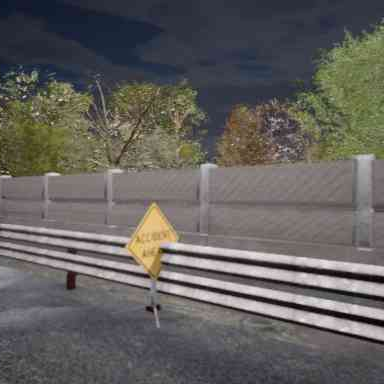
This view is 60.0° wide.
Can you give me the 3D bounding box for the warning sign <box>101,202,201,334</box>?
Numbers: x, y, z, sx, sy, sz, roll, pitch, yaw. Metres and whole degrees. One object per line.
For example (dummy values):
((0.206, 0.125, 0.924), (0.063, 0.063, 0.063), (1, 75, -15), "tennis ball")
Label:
((-0.661, 1.117, 5.619), (1.060, 1.860, 1.300), (-1, 0, 35), "warning sign")
